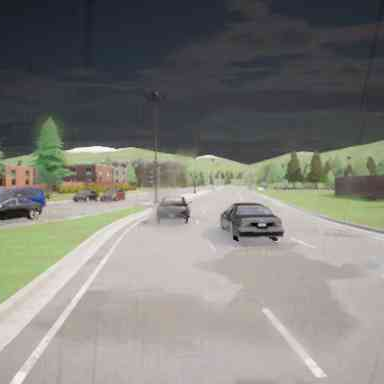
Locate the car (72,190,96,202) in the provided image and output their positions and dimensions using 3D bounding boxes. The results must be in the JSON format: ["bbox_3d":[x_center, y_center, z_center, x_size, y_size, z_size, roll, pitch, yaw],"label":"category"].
[{"bbox_3d":[-13.853,0.536,43.576,1.837,1.490,4.892,0,1,7],"label":"car"}]

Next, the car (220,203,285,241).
[{"bbox_3d":[2.421,1.189,14.597,2.033,1.411,5.357,0,1,-3],"label":"car"}]

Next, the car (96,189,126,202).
[{"bbox_3d":[-10.306,0.400,43.675,2.097,1.767,4.553,0,1,7],"label":"car"}]

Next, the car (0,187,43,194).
[{"bbox_3d":[-13.204,0.689,24.661,2.150,2.045,5.566,0,2,11],"label":"car"}]

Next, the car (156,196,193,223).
[{"bbox_3d":[-1.031,1.008,20.499,2.128,1.511,4.902,0,1,2],"label":"car"}]

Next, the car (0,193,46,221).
[{"bbox_3d":[-11.084,1.072,19.620,2.128,1.511,4.902,0,1,18],"label":"car"}]
